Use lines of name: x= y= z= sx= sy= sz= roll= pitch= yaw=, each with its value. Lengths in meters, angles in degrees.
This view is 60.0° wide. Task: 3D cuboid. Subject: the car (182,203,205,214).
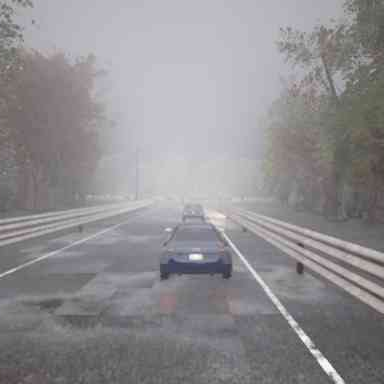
car: x=0.117 y=1.683 z=28.680 sx=2.033 sy=1.411 sz=5.357 roll=0 pitch=0 yaw=0

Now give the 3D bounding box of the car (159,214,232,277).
car: x=0.102 y=1.615 z=10.402 sx=1.994 sy=1.385 sz=4.181 roll=0 pitch=0 yaw=0
